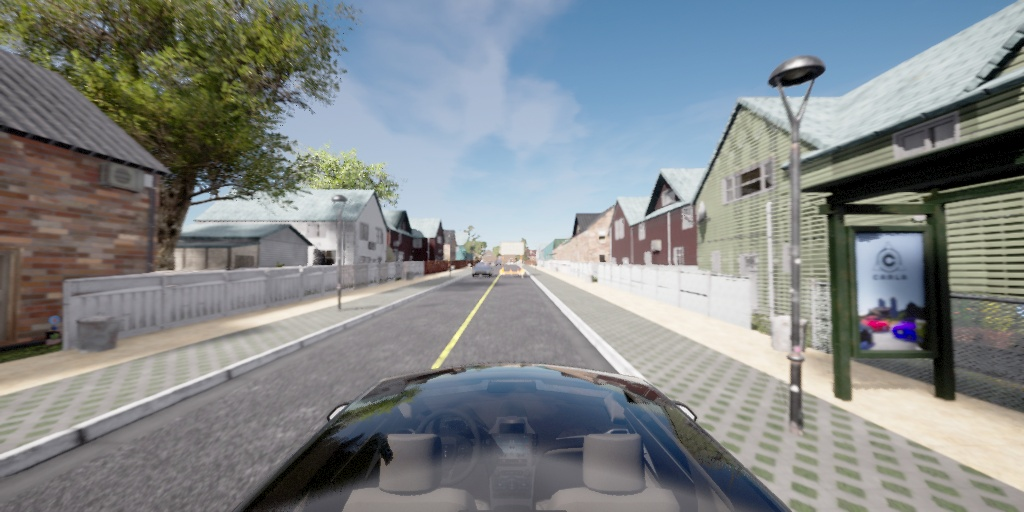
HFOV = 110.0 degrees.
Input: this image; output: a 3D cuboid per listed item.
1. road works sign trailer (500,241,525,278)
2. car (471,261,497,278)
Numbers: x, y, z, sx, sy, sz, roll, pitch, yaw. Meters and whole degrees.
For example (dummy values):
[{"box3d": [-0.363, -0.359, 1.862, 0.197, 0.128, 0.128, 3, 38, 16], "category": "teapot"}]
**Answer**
[{"box3d": [-0.002, 0.308, 34.804, 2.380, 3.560, 2.880, 0, 0, 1], "category": "road works sign trailer"}, {"box3d": [-2.841, 1.394, 35.467, 2.033, 1.411, 5.357, 0, 0, 0], "category": "car"}]
